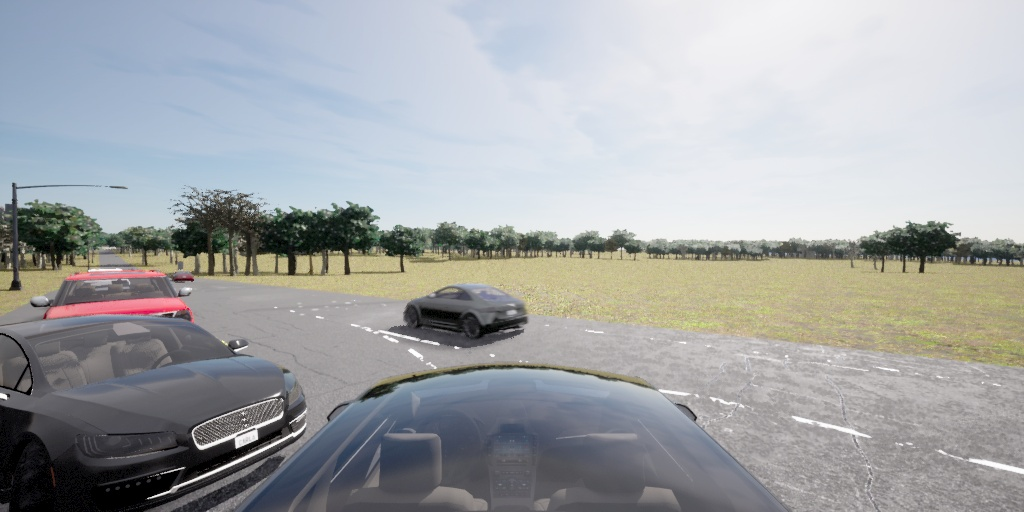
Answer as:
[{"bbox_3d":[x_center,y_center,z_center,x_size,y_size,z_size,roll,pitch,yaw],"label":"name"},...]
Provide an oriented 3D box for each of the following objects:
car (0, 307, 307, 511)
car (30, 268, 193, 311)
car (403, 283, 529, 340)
[{"bbox_3d":[-4.557,1.445,3.985,4.892,1.490,1.837,-3,-3,21],"label":"car"},{"bbox_3d":[-9.463,1.386,8.636,5.566,2.045,2.150,-2,0,41],"label":"car"},{"bbox_3d":[-1.518,1.546,11.024,4.181,1.385,1.994,-2,0,41],"label":"car"}]
